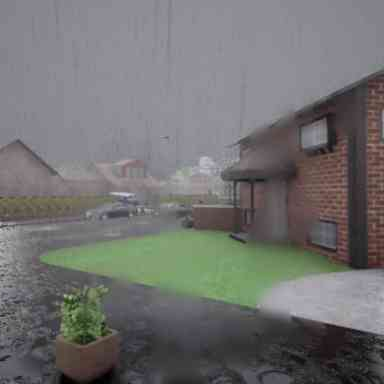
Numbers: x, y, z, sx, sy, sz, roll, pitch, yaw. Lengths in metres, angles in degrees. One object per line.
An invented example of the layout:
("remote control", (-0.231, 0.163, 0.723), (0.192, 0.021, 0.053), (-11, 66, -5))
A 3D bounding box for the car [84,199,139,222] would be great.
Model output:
("car", (-6.719, 1.608, 27.979), (2.128, 1.511, 4.902), (0, 0, 36))

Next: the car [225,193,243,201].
("car", (9.842, 1.186, 78.143), (3.866, 1.878, 1.905), (0, 0, -19))

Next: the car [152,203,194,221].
("car", (-1.392, 1.620, 28.271), (1.812, 1.442, 4.674), (0, 0, 36))

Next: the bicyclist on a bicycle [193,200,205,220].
("bicyclist on a bicycle", (0.731, 1.420, 23.967), (1.656, 1.620, 0.582), (-1, 0, 36))

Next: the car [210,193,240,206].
("car", (4.601, 1.342, 43.688), (2.150, 2.045, 5.566), (0, 0, 36))
